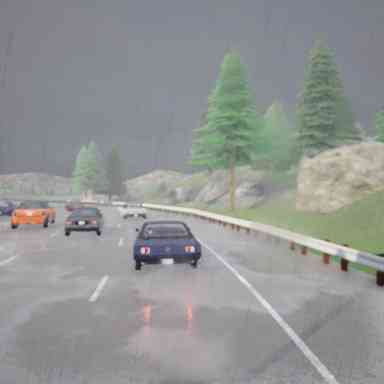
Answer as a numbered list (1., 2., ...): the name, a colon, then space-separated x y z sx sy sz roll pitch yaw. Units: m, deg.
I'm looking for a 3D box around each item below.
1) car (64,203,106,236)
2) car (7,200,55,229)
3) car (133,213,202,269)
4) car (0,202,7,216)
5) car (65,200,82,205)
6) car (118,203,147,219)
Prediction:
1. car: -5.939 1.560 18.765 2.033 1.411 5.357 0 0 -12
2. car: -10.542 1.384 22.415 2.097 1.767 4.553 0 0 -16
3. car: -0.959 1.595 11.185 1.895 1.301 4.718 0 0 -8
4. car: -16.870 1.582 29.839 1.812 1.442 4.674 0 0 -23
5. car: -14.176 1.597 40.203 1.994 1.385 4.181 0 0 -28
6. car: -5.241 1.600 28.825 1.895 1.301 4.718 0 0 -19
